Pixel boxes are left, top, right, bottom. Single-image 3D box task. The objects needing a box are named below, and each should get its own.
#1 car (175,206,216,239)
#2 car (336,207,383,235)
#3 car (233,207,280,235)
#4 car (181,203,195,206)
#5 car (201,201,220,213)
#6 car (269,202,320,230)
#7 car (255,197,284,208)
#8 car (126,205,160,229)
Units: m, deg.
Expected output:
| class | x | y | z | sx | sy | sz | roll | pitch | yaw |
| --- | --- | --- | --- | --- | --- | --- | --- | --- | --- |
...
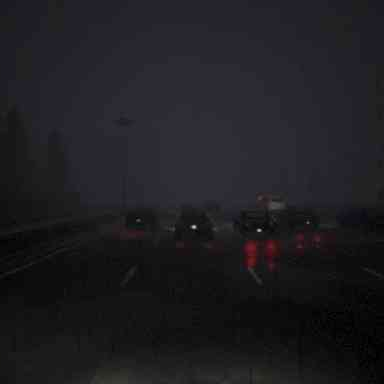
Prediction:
| class | x | y | z | sx | sy | sz | roll | pitch | yaw |
| --- | --- | --- | --- | --- | --- | --- | --- | --- | --- |
| car | 0.099 | 1.729 | 18.541 | 1.994 | 1.385 | 4.181 | 0 | 0 | 0 |
| car | 10.599 | 1.658 | 20.337 | 1.882 | 1.535 | 5.008 | 0 | 0 | 0 |
| car | 3.599 | 1.779 | 20.012 | 1.895 | 1.301 | 4.718 | 0 | 0 | 0 |
| car | -0.474 | 1.938 | 38.144 | 1.895 | 1.301 | 4.718 | 0 | 0 | -6 |
| car | 2.334 | 1.887 | 43.213 | 1.837 | 1.490 | 4.892 | 1 | -1 | -9 |
| car | 7.098 | 1.694 | 22.780 | 2.128 | 1.511 | 4.902 | 0 | 0 | 0 |
| car | 9.711 | 1.588 | 41.487 | 2.150 | 2.045 | 5.566 | 1 | -1 | -8 |
| car | -3.402 | 1.686 | 23.582 | 1.882 | 1.535 | 5.008 | 0 | 0 | 0 |
